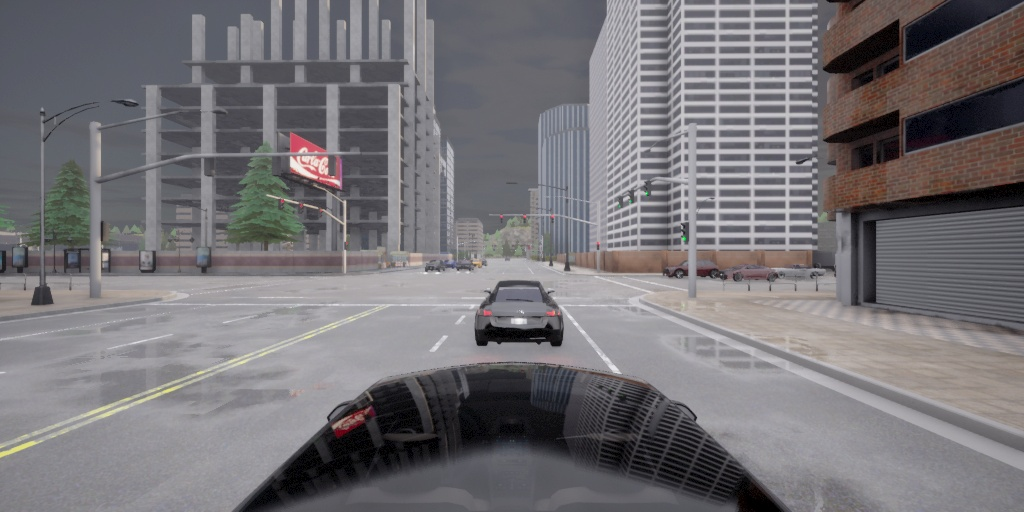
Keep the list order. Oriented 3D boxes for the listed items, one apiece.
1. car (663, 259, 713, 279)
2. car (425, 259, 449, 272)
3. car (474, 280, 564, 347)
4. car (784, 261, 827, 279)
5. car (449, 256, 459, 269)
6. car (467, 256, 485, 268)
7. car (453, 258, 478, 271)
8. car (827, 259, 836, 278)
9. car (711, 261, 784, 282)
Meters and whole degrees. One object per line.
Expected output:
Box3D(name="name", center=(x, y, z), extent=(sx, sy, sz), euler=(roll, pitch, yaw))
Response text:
Box3D(name="car", center=(16.068, 1.101, 32.301), extent=(4.553, 1.767, 2.097), euler=(0, 0, 1))
Box3D(name="car", center=(-9.839, 1.254, 46.207), extent=(1.837, 1.490, 4.892), euler=(0, 0, 1))
Box3D(name="car", center=(0.188, 1.314, 9.392), extent=(1.994, 1.385, 4.181), euler=(0, 0, 1))
Box3D(name="car", center=(25.061, 1.350, 32.184), extent=(4.718, 1.301, 1.895), euler=(0, 0, 1))
Box3D(name="car", center=(-9.665, 1.226, 55.701), extent=(1.882, 1.535, 5.008), euler=(0, 0, 1))
Box3D(name="car", center=(-6.091, 1.226, 59.399), extent=(1.882, 1.535, 5.008), euler=(0, 0, 1))
Box3D(name="car", center=(-6.290, 1.296, 49.090), extent=(2.033, 1.411, 5.357), euler=(0, 0, 1))
Box3D(name="car", center=(28.679, 1.227, 28.630), extent=(5.008, 1.535, 1.882), euler=(0, 0, 1))
Box3D(name="car", center=(18.793, 1.313, 28.767), extent=(4.181, 1.385, 1.994), euler=(0, 0, 1))
